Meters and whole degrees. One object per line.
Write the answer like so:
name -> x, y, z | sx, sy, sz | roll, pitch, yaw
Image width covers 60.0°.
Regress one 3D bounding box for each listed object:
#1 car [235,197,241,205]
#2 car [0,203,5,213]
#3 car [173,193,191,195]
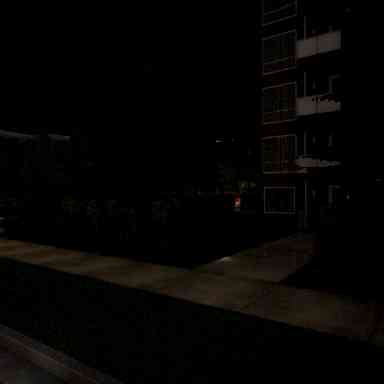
car -> 9.302, 1.478, 58.069 | 1.882, 1.535, 5.008 | 0, 0, 36
car -> -19.050, 1.564, 36.665 | 1.994, 1.385, 4.181 | 0, 0, 36
car -> -0.814, 1.222, 49.904 | 2.150, 2.045, 5.566 | 0, 0, 36
